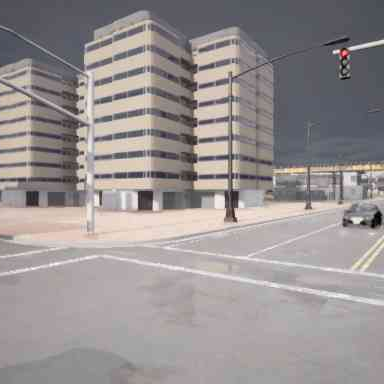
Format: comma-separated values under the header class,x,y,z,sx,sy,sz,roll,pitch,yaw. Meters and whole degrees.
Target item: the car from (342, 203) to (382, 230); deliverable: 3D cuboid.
class,x,y,z,sx,sy,sz,roll,pitch,yaw
car,11.054,1.498,21.495,2.128,1.511,4.902,0,0,35
